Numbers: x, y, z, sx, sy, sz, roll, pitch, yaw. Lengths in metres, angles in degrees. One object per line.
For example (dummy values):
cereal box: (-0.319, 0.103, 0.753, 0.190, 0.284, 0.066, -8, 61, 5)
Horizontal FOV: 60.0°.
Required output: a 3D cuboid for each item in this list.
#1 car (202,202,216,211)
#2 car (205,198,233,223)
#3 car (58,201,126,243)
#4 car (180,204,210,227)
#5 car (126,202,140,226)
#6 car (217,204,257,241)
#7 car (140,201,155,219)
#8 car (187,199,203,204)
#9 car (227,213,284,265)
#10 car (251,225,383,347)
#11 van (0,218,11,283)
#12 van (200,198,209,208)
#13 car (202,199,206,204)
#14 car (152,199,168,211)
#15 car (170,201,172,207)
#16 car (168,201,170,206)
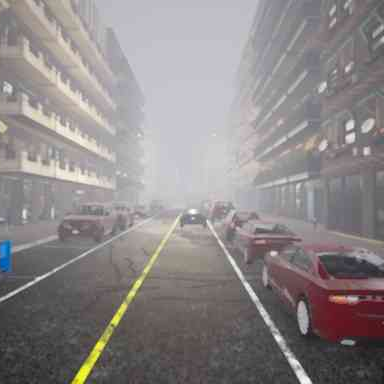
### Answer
car: (2.548, 2.209, 50.757, 1.802, 1.307, 4.206, 1, -1, 0)
car: (2.555, 1.653, 28.636, 2.192, 1.841, 5.009, 1, -1, 0)
car: (-5.291, 1.521, 17.635, 2.192, 1.841, 5.009, 1, -1, 0)
car: (0.099, 1.862, 25.454, 1.994, 1.385, 4.181, 0, -1, 0)
car: (-5.291, 1.587, 23.165, 2.192, 1.841, 5.009, 1, -1, 0)
car: (2.594, 1.644, 17.573, 1.967, 1.590, 4.097, 1, -1, 0)
car: (-5.297, 1.975, 34.224, 1.947, 1.339, 4.313, 1, -1, 0)
car: (0.101, 1.996, 41.665, 2.128, 1.511, 4.902, 0, -1, 0)
car: (2.584, 1.683, 12.041, 1.887, 1.381, 4.507, 1, -1, 0)
car: (2.584, 1.620, 6.511, 1.887, 1.381, 4.507, 1, -1, 0)
van: (-5.292, 1.418, 6.575, 1.690, 1.788, 3.998, 1, -1, 0)
van: (2.552, 2.206, 67.353, 1.690, 1.788, 3.998, 1, -1, 0)
car: (2.551, 1.919, 39.697, 1.967, 1.590, 4.097, 1, -1, 0)
car: (-5.292, 1.944, 50.815, 2.192, 1.841, 5.009, 1, -1, 0)
car: (-5.299, 2.532, 72.934, 1.802, 1.307, 4.206, 1, -1, 0)
car: (-5.298, 2.251, 56.343, 1.887, 1.381, 4.507, 1, -1, 0)
